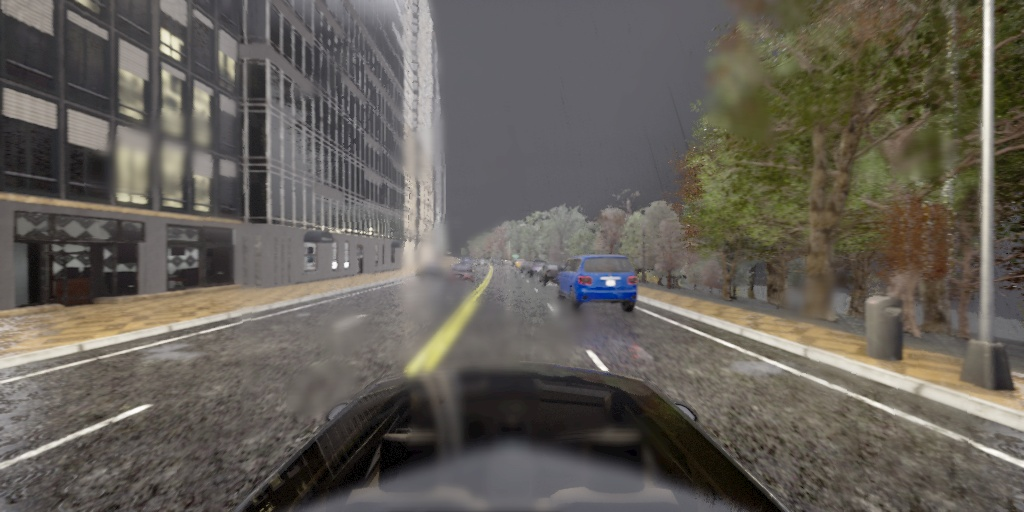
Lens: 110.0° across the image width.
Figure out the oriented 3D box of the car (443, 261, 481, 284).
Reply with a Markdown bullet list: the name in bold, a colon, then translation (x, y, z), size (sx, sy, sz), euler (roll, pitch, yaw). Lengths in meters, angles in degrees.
- **car**: translation (-3.694, 1.315, 26.958), size (1.994, 1.385, 4.181), euler (0, 0, -1)

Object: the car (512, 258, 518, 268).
- **car**: translation (1.527, 1.172, 58.675), size (1.801, 1.575, 5.366), euler (0, 0, -3)

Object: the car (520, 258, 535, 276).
- **car**: translation (2.464, 1.165, 36.734), size (2.033, 1.649, 4.856), euler (1, 0, -8)

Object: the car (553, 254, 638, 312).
- **car**: translation (3.168, 0.964, 14.322), size (2.150, 2.045, 5.566), euler (0, 0, -1)

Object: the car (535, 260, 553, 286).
- **car**: translation (2.954, 1.217, 25.347), size (1.882, 1.535, 5.008), euler (0, 0, -1)

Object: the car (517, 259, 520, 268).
- **car**: translation (2.139, 1.289, 47.445), size (1.994, 1.385, 4.181), euler (0, 0, -3)

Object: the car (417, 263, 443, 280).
- **car**: translation (-7.093, 1.302, 32.276), size (2.033, 1.411, 5.357), euler (0, 0, -2)
